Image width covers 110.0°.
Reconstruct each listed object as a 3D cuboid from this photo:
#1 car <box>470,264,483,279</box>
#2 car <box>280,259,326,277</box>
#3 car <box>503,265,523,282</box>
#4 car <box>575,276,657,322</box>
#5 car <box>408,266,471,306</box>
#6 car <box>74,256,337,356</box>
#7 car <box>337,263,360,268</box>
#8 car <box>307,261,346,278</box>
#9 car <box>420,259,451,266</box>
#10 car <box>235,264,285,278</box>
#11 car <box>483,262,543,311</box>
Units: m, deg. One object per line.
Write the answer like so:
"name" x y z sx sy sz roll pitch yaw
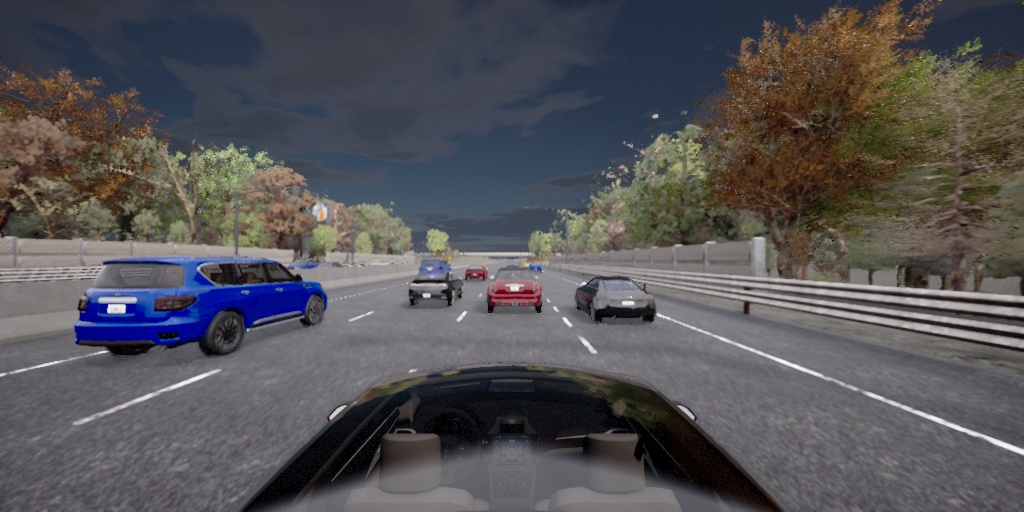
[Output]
"car" -3.396 1.564 35.034 1.882 1.535 5.008 0 -1 0
"car" -24.581 1.386 42.520 2.150 2.045 5.566 0 -1 0
"car" 0.103 1.607 34.497 1.812 1.442 4.674 0 -1 0
"car" 3.510 1.415 12.844 1.994 1.385 4.181 0 -1 0
"car" -3.400 1.391 16.725 2.128 1.511 4.902 0 -1 0
"car" -6.900 1.042 8.938 2.150 2.045 5.566 0 -1 0
"car" -17.591 1.727 38.938 1.895 1.301 4.718 0 -1 0
"car" -21.086 1.498 40.976 2.097 1.767 4.553 0 -1 0
"car" -6.899 1.283 32.637 2.150 2.045 5.566 0 -1 0
"car" -28.083 1.630 40.239 2.128 1.511 4.902 0 -1 0
"car" 0.101 1.236 15.228 2.097 1.767 4.553 0 -1 0
